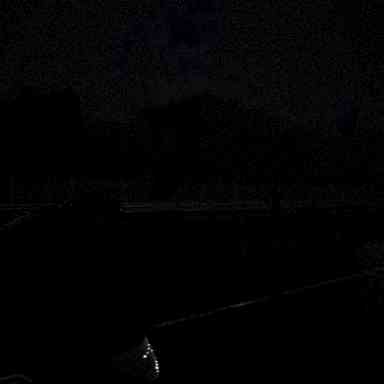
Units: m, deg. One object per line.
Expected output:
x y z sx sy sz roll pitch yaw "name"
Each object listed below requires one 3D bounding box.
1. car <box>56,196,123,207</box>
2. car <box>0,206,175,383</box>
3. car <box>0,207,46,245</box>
-6.947 1.246 20.471 5.566 2.045 2.150 0 0 -35 "car"
-2.787 1.214 1.750 5.566 2.045 2.150 0 0 -35 "car"
-9.221 1.505 14.586 4.892 1.490 1.837 0 0 -35 "car"
